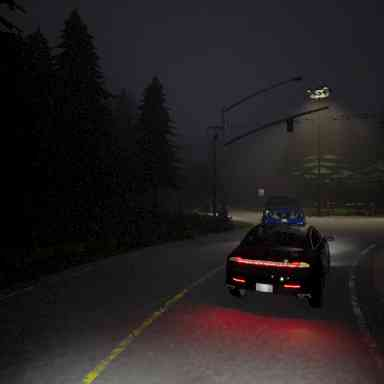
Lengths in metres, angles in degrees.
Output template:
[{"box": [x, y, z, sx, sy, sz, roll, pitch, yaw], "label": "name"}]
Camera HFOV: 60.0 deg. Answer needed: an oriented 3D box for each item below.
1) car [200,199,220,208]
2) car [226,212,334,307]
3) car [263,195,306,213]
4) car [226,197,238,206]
[{"box": [1.965, 1.517, 37.513, 2.128, 1.511, 4.902, 0, 0, -5], "label": "car"}, {"box": [2.296, 1.492, 8.128, 2.128, 1.511, 4.902, 0, 0, 25], "label": "car"}, {"box": [5.622, 1.232, 20.374, 2.150, 2.045, 5.566, 1, 0, 15], "label": "car"}, {"box": [5.984, 1.532, 54.942, 1.837, 1.490, 4.892, 0, 0, 34], "label": "car"}]
